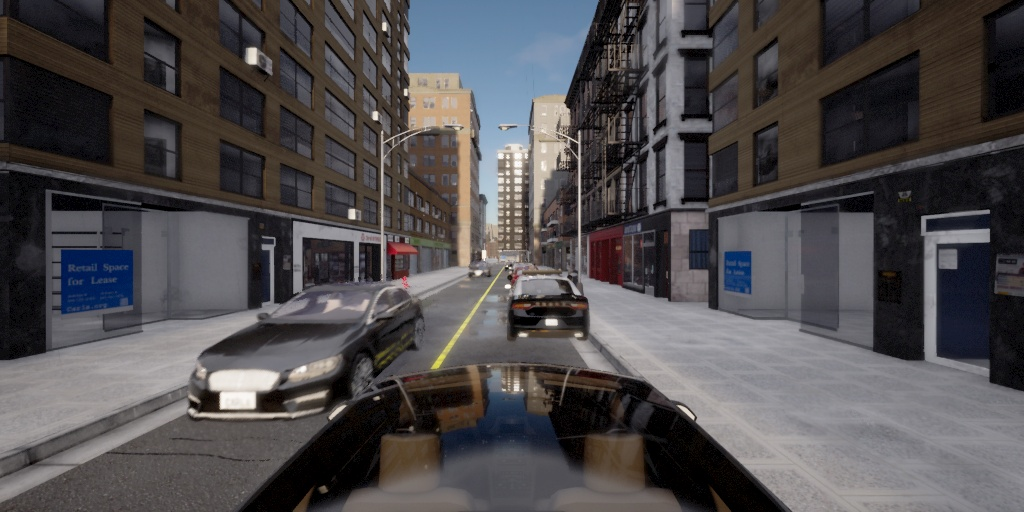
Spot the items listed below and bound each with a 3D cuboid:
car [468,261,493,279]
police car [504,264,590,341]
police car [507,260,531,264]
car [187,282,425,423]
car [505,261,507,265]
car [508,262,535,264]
[{"bbox_3d":[-2.769,1.234,31.867,2.128,1.511,4.902,0,0,0],"label":"car"},{"bbox_3d":[0.821,1.174,10.025,1.930,1.638,5.238,0,0,0],"label":"police car"},{"bbox_3d":[0.810,1.169,26.025,1.930,1.638,5.238,0,0,0],"label":"police car"},{"bbox_3d":[-2.851,1.241,6.183,2.128,1.511,4.902,0,0,0],"label":"car"},{"bbox_3d":[0.013,1.341,47.855,1.895,1.301,4.718,0,0,1],"label":"car"},{"bbox_3d":[0.814,1.272,19.915,1.812,1.442,4.674,0,0,0],"label":"car"}]
